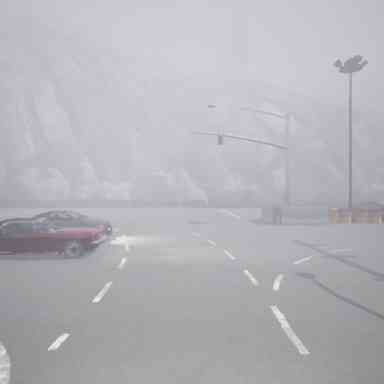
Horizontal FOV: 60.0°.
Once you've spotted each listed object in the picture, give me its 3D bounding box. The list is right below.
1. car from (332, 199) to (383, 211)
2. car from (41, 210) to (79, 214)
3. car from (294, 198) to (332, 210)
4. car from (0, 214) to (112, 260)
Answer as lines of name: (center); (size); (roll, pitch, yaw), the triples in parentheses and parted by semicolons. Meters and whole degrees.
car: (15.597, 1.497, 30.522); (4.181, 1.385, 1.994); (0, 0, -3)
car: (-5.825, 1.530, 15.199); (4.181, 1.385, 1.994); (0, 0, -3)
car: (15.308, 1.457, 41.021); (5.357, 1.411, 2.033); (0, 0, -3)
car: (-5.458, 1.576, 11.712); (4.718, 1.301, 1.895); (0, 0, -3)
